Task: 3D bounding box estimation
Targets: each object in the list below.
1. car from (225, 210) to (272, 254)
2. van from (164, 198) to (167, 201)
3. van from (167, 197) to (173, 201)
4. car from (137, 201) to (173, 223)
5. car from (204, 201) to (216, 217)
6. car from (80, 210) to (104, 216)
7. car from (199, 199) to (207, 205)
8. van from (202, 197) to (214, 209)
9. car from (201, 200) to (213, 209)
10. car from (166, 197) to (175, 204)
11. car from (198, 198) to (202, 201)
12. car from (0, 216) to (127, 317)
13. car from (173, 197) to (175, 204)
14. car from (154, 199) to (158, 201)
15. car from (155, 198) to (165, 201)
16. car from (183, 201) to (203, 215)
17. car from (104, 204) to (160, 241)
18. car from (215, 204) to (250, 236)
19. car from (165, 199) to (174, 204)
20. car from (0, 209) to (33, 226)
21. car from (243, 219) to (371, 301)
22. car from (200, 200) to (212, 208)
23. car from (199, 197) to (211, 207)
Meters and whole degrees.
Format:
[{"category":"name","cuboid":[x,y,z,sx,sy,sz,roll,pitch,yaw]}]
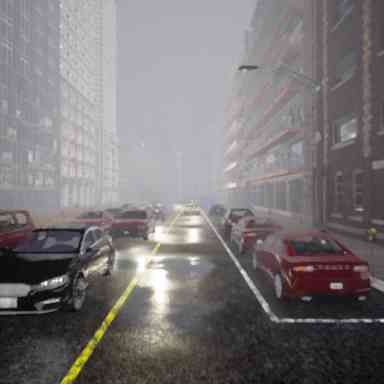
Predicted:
[{"category":"car","cuboid":[2.675,1.683,13.927,1.887,1.381,4.507,0,-1,0]},{"category":"van","cuboid":[-5.738,1.942,58.143,1.690,1.788,3.998,0,-1,0]},{"category":"van","cuboid":[-5.750,2.123,74.725,1.690,1.788,3.998,0,-1,0]},{"category":"car","cuboid":[-3.107,1.779,28.604,2.128,1.511,4.902,0,-1,0]},{"category":"car","cuboid":[2.659,1.930,36.037,1.947,1.339,4.313,0,-1,0]},{"category":"car","cuboid":[-5.709,1.739,19.449,1.887,1.381,4.507,0,-1,0]},{"category":"car","cuboid":[2.628,2.409,80.255,1.947,1.339,4.313,0,-1,0]},{"category":"van","cuboid":[2.646,1.882,52.621,1.690,1.788,3.998,0,-1,0]},{"category":"car","cuboid":[2.644,2.144,58.147,1.887,1.381,4.507,0,-1,0]},{"category":"car","cuboid":[-5.763,2.285,91.307,2.192,1.841,5.009,0,-1,0]},{"category":"car","cuboid":[-0.030,1.999,49.392,2.128,1.511,4.902,0,-1,0]},{"category":"car","cuboid":[-3.107,1.571,7.884,2.128,1.511,4.902,0,-1,-2]},{"category":"car","cuboid":[-5.753,2.426,80.249,1.802,1.307,4.206,0,-1,0]},{"category":"car","cuboid":[-5.725,1.947,41.389,1.752,1.417,4.829,0,-1,0]},{"category":"car","cuboid":[-5.733,2.086,52.614,1.887,1.381,4.507,0,-1,0]},{"category":"car","cuboid":[-0.029,1.994,38.727,1.895,1.301,4.718,0,-1,0]},{"category":"car","cuboid":[-3.095,1.659,18.167,1.882,1.535,5.008,0,-1,0]},{"category":"car","cuboid":[2.670,1.634,19.456,1.967,1.590,4.097,0,-1,0]},{"category":"car","cuboid":[-5.757,2.457,85.778,2.008,1.369,4.403,0,-1,0]},{"category":"car","cuboid":[-5.702,1.400,8.397,2.192,1.841,5.009,0,-1,0]},{"category":"car","cuboid":[2.679,1.628,8.400,1.887,1.381,4.507,0,-1,0]},{"category":"car","cuboid":[2.640,2.210,63.673,2.008,1.369,4.403,0,-1,0]},{"category":"car","cuboid":[2.633,2.035,69.204,2.192,1.841,5.009,0,-1,0]}]
